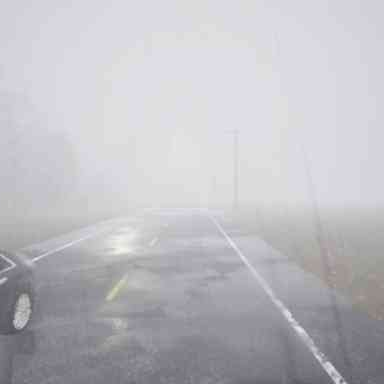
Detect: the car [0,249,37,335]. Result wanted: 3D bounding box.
[{"bbox_3d":[-3.599,1.505,3.899,1.837,1.490,4.892,0,0,0],"label":"car"}]
